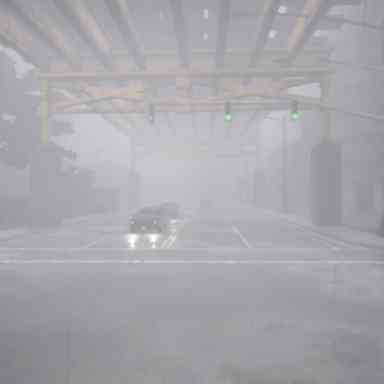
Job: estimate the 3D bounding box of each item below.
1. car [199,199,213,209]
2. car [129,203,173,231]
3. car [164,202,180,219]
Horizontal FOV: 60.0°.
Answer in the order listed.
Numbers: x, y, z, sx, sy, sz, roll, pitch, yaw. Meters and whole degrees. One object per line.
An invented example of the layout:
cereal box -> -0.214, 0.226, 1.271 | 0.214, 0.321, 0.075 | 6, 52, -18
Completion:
car -> 2.099, 1.734, 49.837 | 2.128, 1.511, 4.902 | 0, 0, 2
car -> -2.686, 1.677, 21.738 | 2.033, 1.411, 5.357 | 0, 0, 2
car -> -2.282, 1.704, 31.833 | 1.812, 1.442, 4.674 | 0, 0, 2
